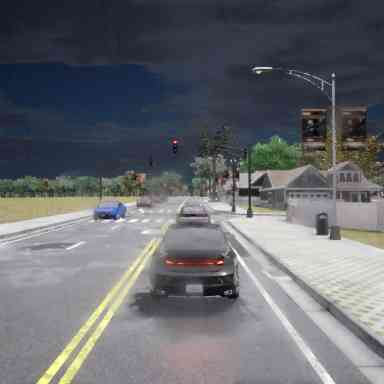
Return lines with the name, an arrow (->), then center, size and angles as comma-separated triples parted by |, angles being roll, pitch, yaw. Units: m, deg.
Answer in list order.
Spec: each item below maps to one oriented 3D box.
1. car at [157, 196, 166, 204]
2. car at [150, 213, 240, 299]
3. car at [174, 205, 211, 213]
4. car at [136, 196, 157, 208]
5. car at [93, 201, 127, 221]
car -> -6.654, 1.566, 62.833 | 1.994, 1.385, 4.181 | 0, 0, 0
car -> 0.070, 1.510, 8.476 | 1.837, 1.490, 4.892 | 0, 0, 1
car -> 0.045, 1.501, 18.746 | 2.128, 1.511, 4.902 | 0, 0, -2
car -> -6.671, 1.358, 47.696 | 2.097, 1.767, 4.553 | 0, 0, 0
car -> -6.643, 1.488, 27.307 | 1.882, 1.535, 5.008 | 0, 0, 0
